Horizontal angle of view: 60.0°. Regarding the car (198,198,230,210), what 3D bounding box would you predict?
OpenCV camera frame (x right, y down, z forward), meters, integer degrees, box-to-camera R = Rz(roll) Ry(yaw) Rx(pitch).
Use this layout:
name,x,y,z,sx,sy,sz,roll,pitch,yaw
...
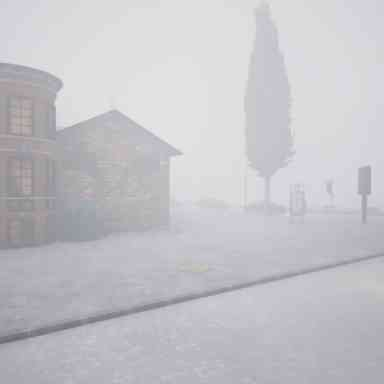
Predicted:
name,x,y,z,sx,sy,sz,roll,pitch,yaw
car,2.748,1.490,42.447,2.128,1.511,4.902,0,0,-35

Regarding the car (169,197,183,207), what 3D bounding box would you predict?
name,x,y,z,sx,sy,sz,roll,pitch,yaw
car,-3.218,1.524,50.822,1.812,1.442,4.674,0,0,-35

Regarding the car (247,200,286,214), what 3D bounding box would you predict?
name,x,y,z,sx,sy,sz,roll,pitch,yaw
car,7.830,1.563,35.330,1.994,1.385,4.181,0,0,-36
